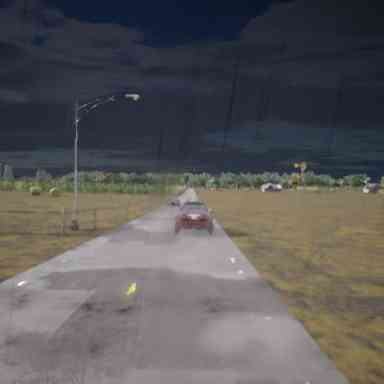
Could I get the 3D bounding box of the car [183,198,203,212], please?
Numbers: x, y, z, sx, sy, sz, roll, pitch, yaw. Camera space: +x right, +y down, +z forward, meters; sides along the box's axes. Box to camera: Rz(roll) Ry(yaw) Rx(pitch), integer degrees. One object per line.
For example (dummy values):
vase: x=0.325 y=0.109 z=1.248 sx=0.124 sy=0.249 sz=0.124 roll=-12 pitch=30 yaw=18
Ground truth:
car: x=0.110 y=1.519 z=39.617 sx=2.128 sy=1.511 sz=4.902 roll=1 pitch=0 yaw=0

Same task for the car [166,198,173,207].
car: x=-2.782 y=1.544 z=50.000 sx=1.994 sy=1.385 sz=4.181 roll=1 pitch=0 yaw=0

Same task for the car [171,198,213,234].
car: x=0.111 y=1.373 z=19.641 sx=2.097 sy=1.767 sz=4.553 roll=1 pitch=0 yaw=0
